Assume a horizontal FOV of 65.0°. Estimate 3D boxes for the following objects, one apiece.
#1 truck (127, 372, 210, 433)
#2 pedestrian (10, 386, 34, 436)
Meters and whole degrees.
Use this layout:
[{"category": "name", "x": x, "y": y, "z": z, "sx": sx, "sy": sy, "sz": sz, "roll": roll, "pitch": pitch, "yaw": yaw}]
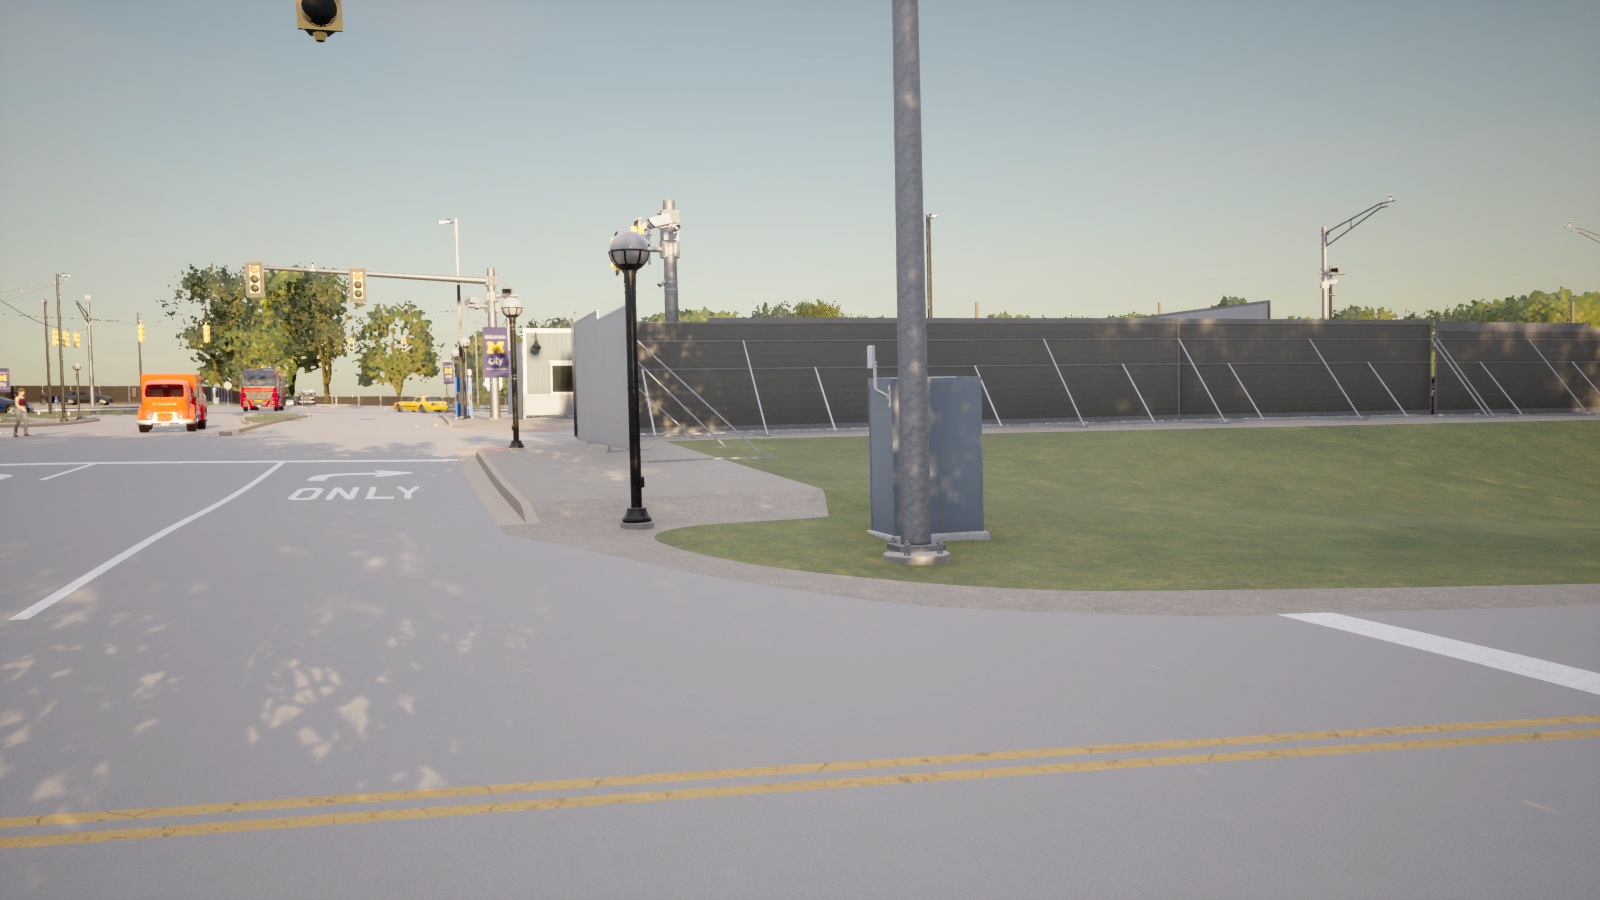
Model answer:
[{"category": "truck", "x": -27.084, "y": -2.109, "z": 54.051, "sx": 2.627, "sy": 2.467, "sz": 5.204, "roll": -1, "pitch": 4, "yaw": -21}, {"category": "pedestrian", "x": -28.986, "y": -1.452, "z": 46.797, "sx": 0.594, "sy": 1.836, "sz": 0.345, "roll": -1, "pitch": 2, "yaw": 12}]
